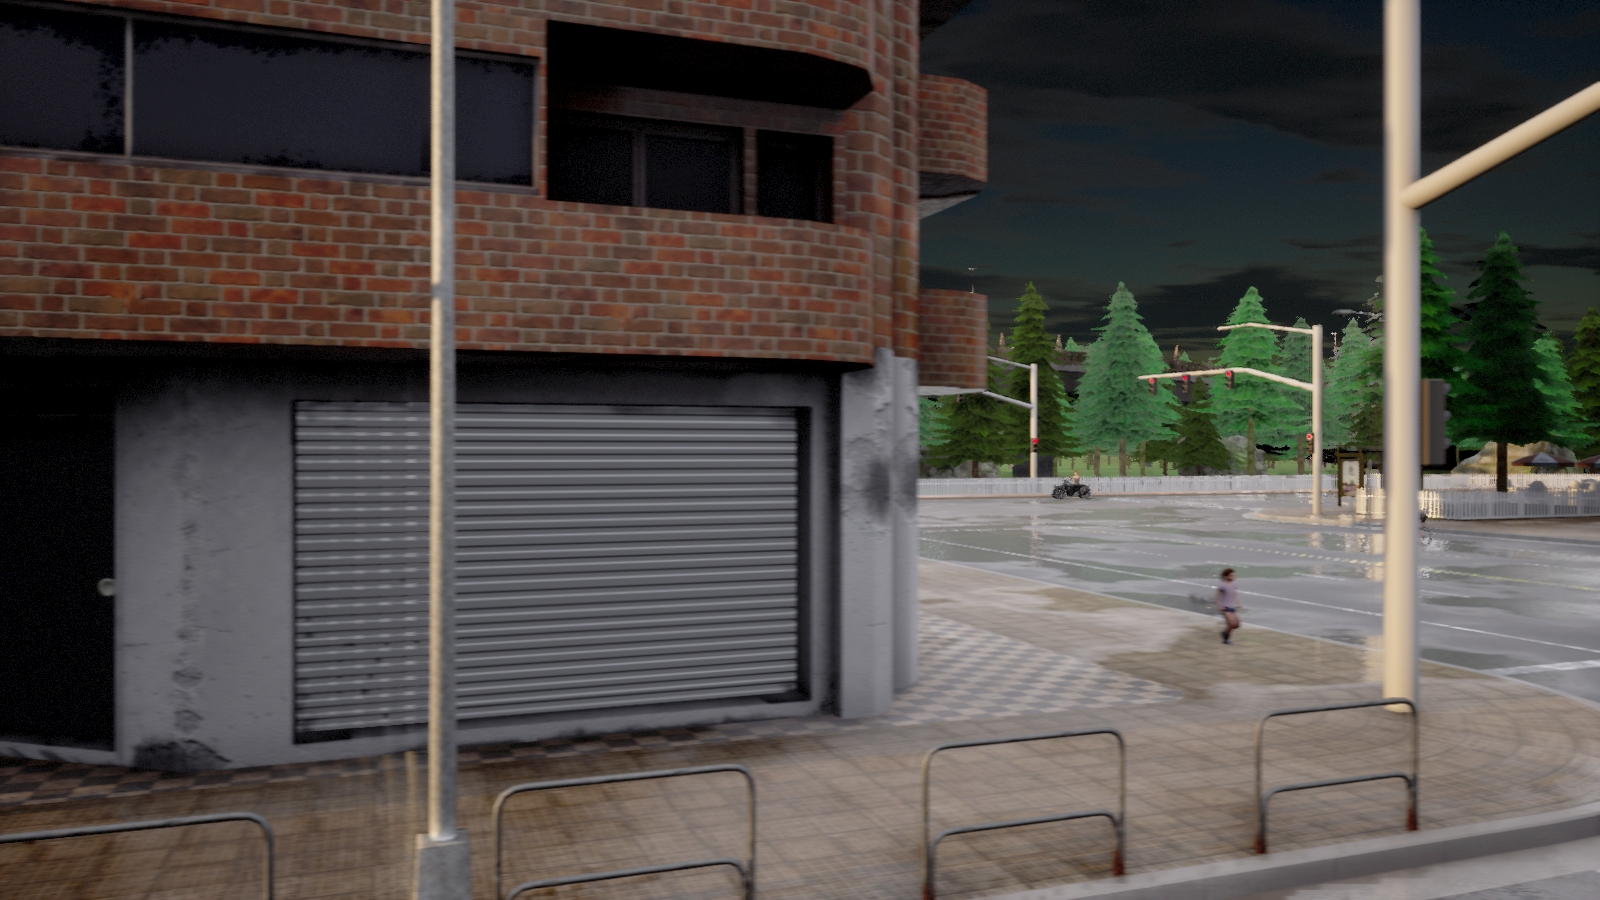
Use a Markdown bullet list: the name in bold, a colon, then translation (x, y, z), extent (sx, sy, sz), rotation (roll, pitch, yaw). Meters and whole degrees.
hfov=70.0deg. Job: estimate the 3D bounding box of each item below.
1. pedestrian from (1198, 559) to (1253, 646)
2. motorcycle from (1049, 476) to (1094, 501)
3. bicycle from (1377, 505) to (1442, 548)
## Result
- **pedestrian**: translation (5.809, 2.076, 15.619), extent (0.500, 1.100, 0.500), rotation (0, 0, -30)
- **motorcycle**: translation (14.865, 2.098, 62.612), extent (2.356, 1.307, 0.764), rotation (0, 0, -20)
- **bicycle**: translation (17.880, 2.231, 33.529), extent (0.859, 1.126, 1.487), rotation (0, 0, -21)
